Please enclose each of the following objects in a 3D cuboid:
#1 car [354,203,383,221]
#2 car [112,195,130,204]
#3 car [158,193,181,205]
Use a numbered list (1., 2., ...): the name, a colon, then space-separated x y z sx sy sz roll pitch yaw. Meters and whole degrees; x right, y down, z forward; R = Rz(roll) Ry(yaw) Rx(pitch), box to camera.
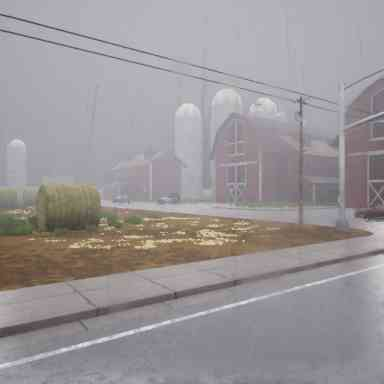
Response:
1. car: 14.799 1.507 25.178 1.812 1.442 4.674 -1 0 -37
2. car: -13.689 1.333 64.048 2.097 1.767 4.553 0 0 -37
3. car: -3.919 1.127 57.683 3.866 1.878 1.905 -2 5 11
